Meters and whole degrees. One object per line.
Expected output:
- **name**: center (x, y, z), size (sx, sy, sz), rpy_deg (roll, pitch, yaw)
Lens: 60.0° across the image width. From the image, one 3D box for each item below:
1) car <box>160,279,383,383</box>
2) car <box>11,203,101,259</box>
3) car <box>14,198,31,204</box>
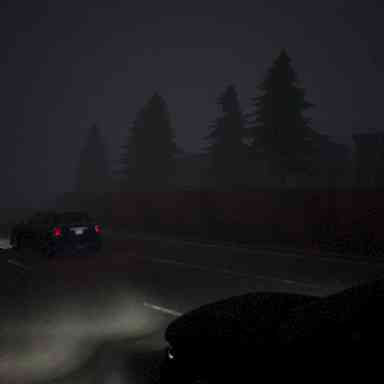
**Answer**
- **car**: center (1.970, 1.494, 2.715), size (5.008, 1.535, 1.882), rpy_deg (-1, -1, 35)
- **car**: center (-5.708, 1.521, 13.744), size (4.553, 1.767, 2.097), rpy_deg (-1, -1, 43)
- **car**: center (-39.952, 2.215, 78.460), size (2.097, 1.767, 4.553), rpy_deg (0, -1, 3)
